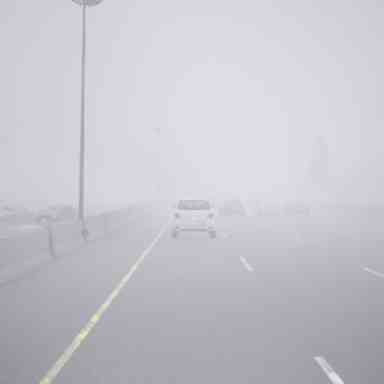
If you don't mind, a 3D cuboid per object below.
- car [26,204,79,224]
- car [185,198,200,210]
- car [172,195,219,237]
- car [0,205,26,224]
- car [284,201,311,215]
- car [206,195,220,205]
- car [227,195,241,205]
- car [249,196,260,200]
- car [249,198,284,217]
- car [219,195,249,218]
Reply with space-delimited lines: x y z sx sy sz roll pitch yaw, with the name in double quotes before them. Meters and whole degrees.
"car" -10.514 1.621 26.200 2.033 1.411 5.357 0 0 0
"car" 0.079 1.548 44.252 1.895 1.301 4.718 0 1 0
"car" 0.090 1.310 18.617 2.150 2.045 5.566 0 0 0
"car" -14.020 1.677 25.410 1.895 1.301 4.718 0 0 0
"car" 10.584 1.602 34.122 1.994 1.385 4.181 0 0 0
"car" 3.574 1.270 57.047 2.128 1.511 4.902 0 1 0
"car" 7.075 1.311 56.556 1.812 1.442 4.674 0 1 0
"car" 10.574 1.360 55.816 1.994 1.385 4.181 0 1 0
"car" 7.085 1.577 31.979 1.812 1.442 4.674 0 0 0
"car" 3.585 1.410 30.683 2.097 1.767 4.553 0 0 0
